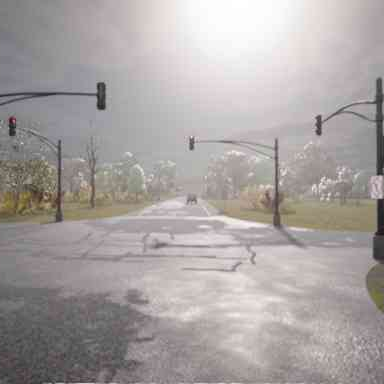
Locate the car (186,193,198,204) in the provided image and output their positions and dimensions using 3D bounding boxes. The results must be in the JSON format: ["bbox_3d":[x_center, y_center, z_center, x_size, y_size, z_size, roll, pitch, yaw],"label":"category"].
[{"bbox_3d":[0.007,1.306,67.839,2.150,2.045,5.566,0,0,0],"label":"car"}]
